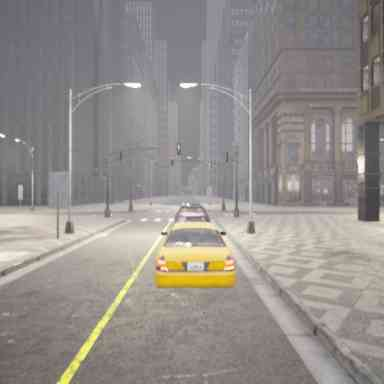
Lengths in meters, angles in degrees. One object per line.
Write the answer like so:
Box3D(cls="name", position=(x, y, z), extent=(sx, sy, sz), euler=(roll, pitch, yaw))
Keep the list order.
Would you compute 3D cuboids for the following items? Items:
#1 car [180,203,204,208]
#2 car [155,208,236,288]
Box3D(cls="car", position=(-0.008, 1.447, 19.334), extent=(2.033, 1.649, 4.856), euler=(0, 0, -1))
Box3D(cls="car", position=(0.051, 1.460, 9.192), extent=(1.801, 1.575, 5.366), euler=(0, 0, -1))
